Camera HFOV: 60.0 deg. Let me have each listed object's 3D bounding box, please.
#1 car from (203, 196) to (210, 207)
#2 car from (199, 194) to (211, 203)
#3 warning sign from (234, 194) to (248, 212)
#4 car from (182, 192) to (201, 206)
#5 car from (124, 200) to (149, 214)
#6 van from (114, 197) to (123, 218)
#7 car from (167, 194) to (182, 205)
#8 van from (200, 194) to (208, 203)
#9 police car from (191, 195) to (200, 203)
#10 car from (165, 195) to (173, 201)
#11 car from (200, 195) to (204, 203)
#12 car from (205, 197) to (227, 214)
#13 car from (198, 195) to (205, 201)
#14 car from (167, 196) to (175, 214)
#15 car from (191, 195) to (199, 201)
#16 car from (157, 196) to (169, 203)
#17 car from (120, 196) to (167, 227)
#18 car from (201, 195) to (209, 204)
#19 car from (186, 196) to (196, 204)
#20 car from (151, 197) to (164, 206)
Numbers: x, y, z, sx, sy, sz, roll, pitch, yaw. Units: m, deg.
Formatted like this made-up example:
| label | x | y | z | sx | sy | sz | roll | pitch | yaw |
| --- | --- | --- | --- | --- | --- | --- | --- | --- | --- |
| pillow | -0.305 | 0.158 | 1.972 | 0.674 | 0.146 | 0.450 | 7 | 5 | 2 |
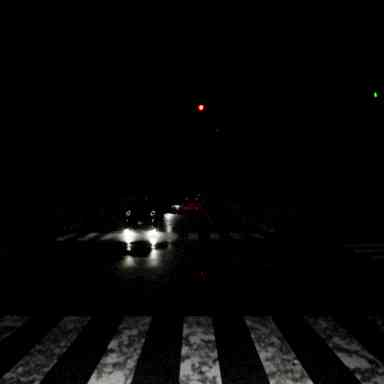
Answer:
| label | x | y | z | sx | sy | sz | roll | pitch | yaw |
| --- | --- | --- | --- | --- | --- | --- | --- | --- | --- |
| car | 2.692 | 1.566 | 41.149 | 1.887 | 1.381 | 4.507 | 0 | 0 | 0 |
| car | 2.628 | 1.363 | 68.777 | 2.192 | 1.841 | 5.009 | 0 | 0 | 0 |
| warning sign | 5.002 | 1.131 | 34.244 | 1.300 | 1.860 | 1.060 | 0 | 0 | 0 |
| car | -0.063 | 1.255 | 53.968 | 2.150 | 2.045 | 5.566 | 0 | 0 | 0 |
| car | -5.851 | 1.561 | 35.625 | 1.887 | 1.381 | 4.507 | 0 | 0 | 0 |
| van | -5.841 | 1.353 | 30.100 | 1.690 | 1.788 | 3.998 | 0 | 0 | 0 |
| car | -3.123 | 1.585 | 58.757 | 2.033 | 1.411 | 5.357 | 0 | 0 | 0 |
| van | 2.616 | 1.395 | 74.302 | 1.690 | 1.788 | 3.998 | 0 | 0 | 0 |
| police car | 0.749 | 1.479 | 74.349 | 1.930 | 1.638 | 5.238 | 0 | 0 | 0 |
| car | -5.944 | 1.590 | 85.179 | 1.752 | 1.417 | 4.829 | 0 | 0 | 0 |
| car | 2.666 | 1.558 | 52.370 | 1.752 | 1.417 | 4.829 | 0 | 0 | 0 |
| car | 2.704 | 1.561 | 35.624 | 1.887 | 1.381 | 4.507 | 0 | 0 | 0 |
| car | 2.579 | 1.511 | 90.879 | 1.967 | 1.590 | 4.097 | 0 | 0 | 0 |
| car | -3.172 | 1.519 | 36.218 | 1.837 | 1.490 | 4.892 | 0 | 1 | 0 |
| car | 0.728 | 1.520 | 84.429 | 1.801 | 1.575 | 5.366 | 0 | 0 | 0 |
| car | -5.913 | 1.599 | 68.774 | 2.008 | 1.369 | 4.403 | 0 | 0 | 0 |
| car | -3.210 | 1.360 | 23.056 | 2.097 | 1.767 | 4.553 | 0 | 0 | 2 |
| car | 2.679 | 1.571 | 46.675 | 1.887 | 1.381 | 4.507 | 0 | 0 | 0 |
| car | -0.131 | 1.549 | 64.500 | 1.837 | 1.490 | 4.892 | 0 | 0 | 0 |
| car | -5.892 | 1.619 | 57.725 | 1.802 | 1.307 | 4.206 | 0 | 0 | 0 |
